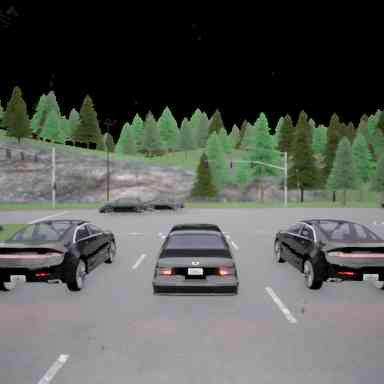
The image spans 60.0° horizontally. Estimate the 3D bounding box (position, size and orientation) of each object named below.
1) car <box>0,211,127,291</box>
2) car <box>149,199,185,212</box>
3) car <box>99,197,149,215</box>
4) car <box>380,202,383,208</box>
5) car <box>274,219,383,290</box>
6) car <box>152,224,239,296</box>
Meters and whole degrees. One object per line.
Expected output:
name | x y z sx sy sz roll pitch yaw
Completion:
car | -3.405 1.491 8.967 2.128 1.511 4.902 0 0 0
car | -3.266 1.488 37.590 4.902 1.511 2.128 0 0 -10
car | -6.957 1.348 33.283 4.553 1.767 2.097 0 0 -11
car | 27.309 1.501 43.634 4.892 1.490 1.837 0 0 0
car | 3.597 1.491 9.064 2.128 1.511 4.902 0 0 1
car | 0.096 1.547 8.787 2.033 1.411 5.357 0 0 1
